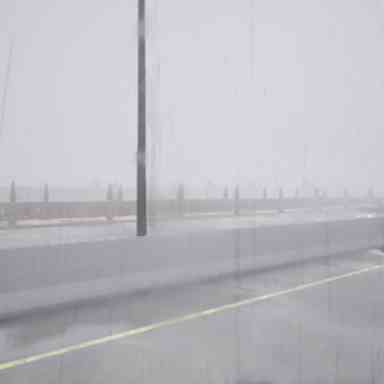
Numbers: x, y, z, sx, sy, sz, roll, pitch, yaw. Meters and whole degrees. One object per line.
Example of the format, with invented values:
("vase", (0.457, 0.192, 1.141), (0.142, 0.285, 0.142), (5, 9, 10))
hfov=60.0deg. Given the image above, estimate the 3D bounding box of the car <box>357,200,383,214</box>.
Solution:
("car", (19.636, 1.571, 35.199), (5.357, 1.411, 2.033), (0, 0, -35))
